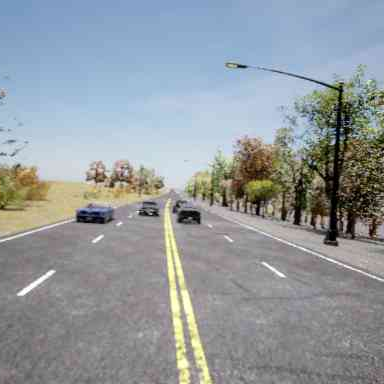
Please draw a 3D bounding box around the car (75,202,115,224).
[{"bbox_3d":[-6.582,1.368,22.995,1.895,1.301,4.718,4,-1,-5],"label":"car"}]

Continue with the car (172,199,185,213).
[{"bbox_3d":[-1.295,1.647,40.371,2.097,1.767,4.553,4,-1,-4],"label":"car"}]

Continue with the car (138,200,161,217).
[{"bbox_3d":[-4.065,1.533,32.090,1.837,1.490,4.892,4,-1,-5],"label":"car"}]

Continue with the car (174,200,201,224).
[{"bbox_3d":[-0.303,1.759,28.022,1.837,1.490,4.892,4,0,-5],"label":"car"}]
